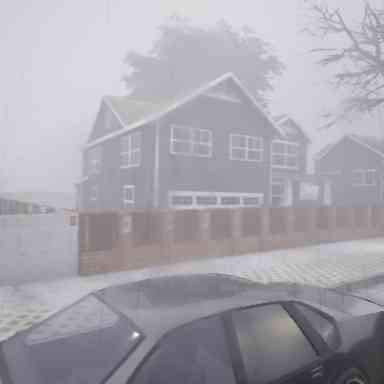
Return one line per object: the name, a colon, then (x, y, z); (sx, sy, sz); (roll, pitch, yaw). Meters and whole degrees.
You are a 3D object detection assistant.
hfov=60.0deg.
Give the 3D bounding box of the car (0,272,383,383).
car: (-0.208, 1.547, 2.876); (5.357, 1.411, 2.033); (0, 0, -35)
